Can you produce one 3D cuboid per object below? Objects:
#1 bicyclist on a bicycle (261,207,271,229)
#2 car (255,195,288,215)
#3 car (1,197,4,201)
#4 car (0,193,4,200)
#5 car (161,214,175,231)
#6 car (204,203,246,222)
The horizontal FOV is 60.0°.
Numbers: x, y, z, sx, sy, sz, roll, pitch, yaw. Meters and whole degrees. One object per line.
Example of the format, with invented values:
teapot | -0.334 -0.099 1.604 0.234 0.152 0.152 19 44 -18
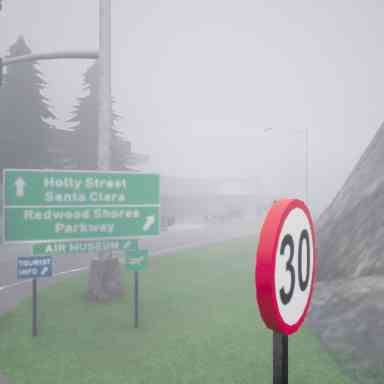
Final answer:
bicyclist on a bicycle | 4.641 1.643 18.728 1.656 1.620 0.582 0 0 36
car | 8.995 1.413 36.661 2.150 2.045 5.566 0 0 36
car | -12.297 1.505 26.109 1.905 1.878 3.866 0 0 35
car | -38.345 1.489 70.143 4.514 1.523 2.007 0 0 35
car | -3.176 1.792 20.067 1.895 1.301 4.718 0 0 36
car | 2.871 1.683 28.321 2.128 1.511 4.902 0 0 36
